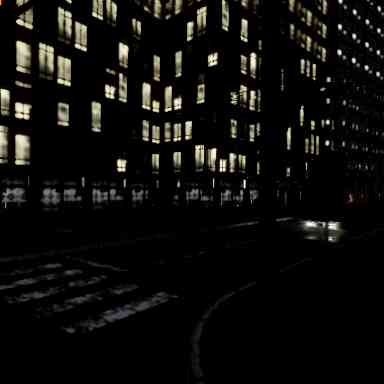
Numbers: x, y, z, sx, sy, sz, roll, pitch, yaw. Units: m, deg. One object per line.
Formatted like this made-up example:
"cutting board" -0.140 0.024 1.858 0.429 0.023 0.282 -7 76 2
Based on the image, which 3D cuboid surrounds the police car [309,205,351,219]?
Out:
"police car" 11.191 1.456 27.038 2.038 1.542 4.974 2 1 42
